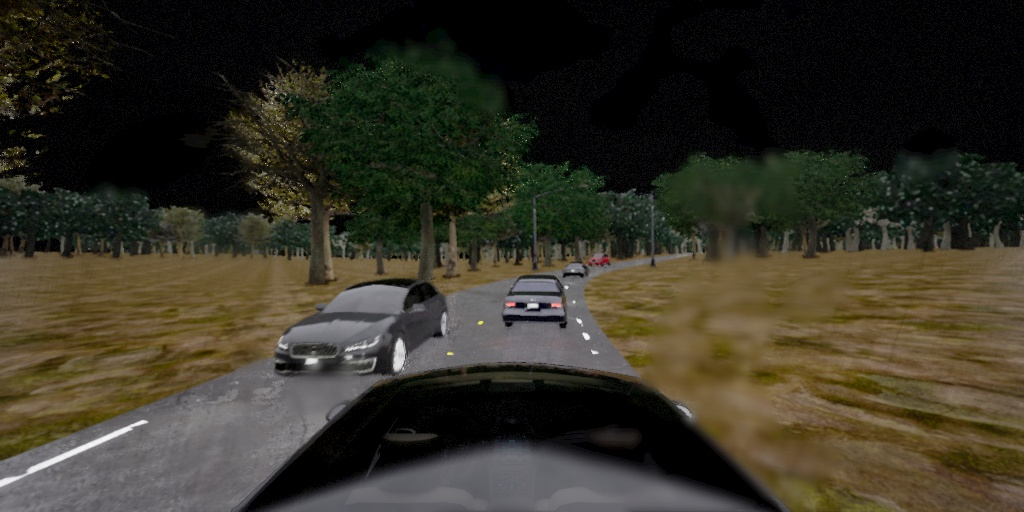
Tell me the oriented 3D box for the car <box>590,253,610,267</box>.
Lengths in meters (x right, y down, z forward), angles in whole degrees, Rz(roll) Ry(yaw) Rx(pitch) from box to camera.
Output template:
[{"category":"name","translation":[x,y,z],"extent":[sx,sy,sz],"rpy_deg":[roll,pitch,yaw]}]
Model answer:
[{"category":"car","translation":[13.754,0.640,56.422],"extent":[2.150,2.045,5.566],"rpy_deg":[-1,0,32]}]

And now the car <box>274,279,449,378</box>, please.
[{"category":"car","translation":[-2.692,1.280,7.608],"extent":[1.837,1.490,4.892],"rpy_deg":[0,0,5]}]

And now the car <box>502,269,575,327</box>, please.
[{"category":"car","translation":[0.845,1.323,11.711],"extent":[2.033,1.411,5.357],"rpy_deg":[0,0,7]}]

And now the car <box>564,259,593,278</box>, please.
[{"category":"car","translation":[6.059,1.259,33.548],"extent":[1.994,1.385,4.181],"rpy_deg":[-1,0,19]}]
